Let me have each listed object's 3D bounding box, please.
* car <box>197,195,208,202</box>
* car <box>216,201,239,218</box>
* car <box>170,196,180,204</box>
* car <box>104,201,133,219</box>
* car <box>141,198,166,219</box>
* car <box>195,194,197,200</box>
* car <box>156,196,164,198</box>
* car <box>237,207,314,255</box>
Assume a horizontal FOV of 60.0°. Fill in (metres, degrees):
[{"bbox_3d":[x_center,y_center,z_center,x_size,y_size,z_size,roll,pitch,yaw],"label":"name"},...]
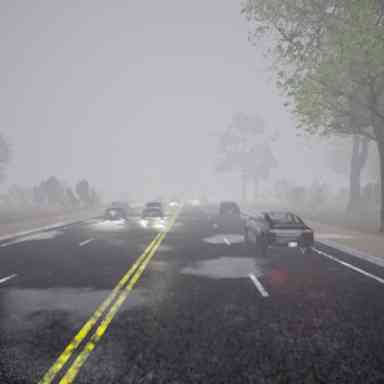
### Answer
[{"bbox_3d":[2.780,1.714,79.092,1.837,1.490,4.892,0,0,-1],"label":"car"},{"bbox_3d":[3.305,1.579,31.197,1.882,1.535,5.008,0,0,0],"label":"car"},{"bbox_3d":[-3.625,1.690,71.744,2.128,1.511,4.902,0,0,-1],"label":"car"},{"bbox_3d":[-6.637,1.592,30.353,2.128,1.511,4.902,0,0,0],"label":"car"},{"bbox_3d":[-3.386,1.604,30.092,1.837,1.490,4.892,0,0,0],"label":"car"},{"bbox_3d":[2.618,1.579,90.072,2.097,1.767,4.553,0,0,-1],"label":"car"},{"bbox_3d":[-6.875,1.643,71.702,1.882,1.535,5.008,0,0,-1],"label":"car"},{"bbox_3d":[3.348,1.537,13.457,2.128,1.511,4.902,0,0,0],"label":"car"}]
